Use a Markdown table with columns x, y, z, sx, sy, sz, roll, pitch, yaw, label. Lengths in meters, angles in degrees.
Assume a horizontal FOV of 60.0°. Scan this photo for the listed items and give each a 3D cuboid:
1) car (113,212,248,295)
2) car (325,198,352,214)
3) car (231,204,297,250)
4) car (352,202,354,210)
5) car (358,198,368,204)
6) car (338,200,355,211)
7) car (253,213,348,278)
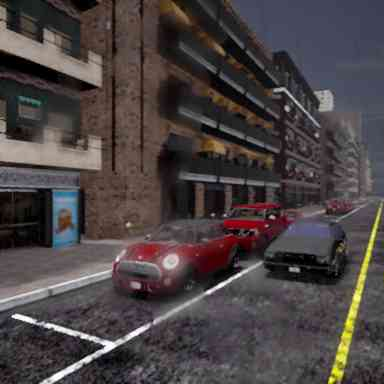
| x | y | z | sx | sy | sz | roll | pitch | yaw | label |
| --- | --- | --- | --- | --- | --- | --- | --- | --- | --- |
| -0.233 | 1.526 | 8.995 | 1.967 | 1.590 | 4.097 | 0 | 0 | 30 | car |
| 16.697 | 1.598 | 38.271 | 2.192 | 1.841 | 5.009 | 0 | 0 | 30 | car |
| 2.589 | 1.434 | 13.875 | 2.192 | 1.841 | 5.009 | 0 | 0 | 30 | car |
| 19.517 | 1.756 | 43.149 | 1.967 | 1.590 | 4.097 | 0 | 0 | 30 | car |
| 42.089 | 2.122 | 82.181 | 2.008 | 1.369 | 4.403 | 0 | 0 | 30 | car |
| 22.340 | 1.893 | 48.028 | 1.887 | 1.381 | 4.507 | 0 | 0 | 30 | car |
| 3.967 | 1.634 | 10.885 | 2.033 | 1.411 | 5.357 | -1 | -1 | 30 | car |
